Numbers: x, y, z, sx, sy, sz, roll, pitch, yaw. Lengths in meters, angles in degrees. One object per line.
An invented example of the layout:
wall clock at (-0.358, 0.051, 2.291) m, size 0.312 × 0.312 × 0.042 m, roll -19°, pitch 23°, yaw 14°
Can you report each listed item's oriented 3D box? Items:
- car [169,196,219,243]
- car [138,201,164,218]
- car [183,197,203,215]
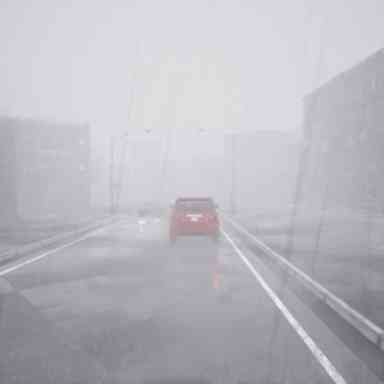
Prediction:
car at (0.104, 1.208, 16.224) m, size 2.150 × 2.045 × 5.566 m, roll 0°, pitch 0°, yaw 0°
car at (-3.589, 1.486, 29.867) m, size 2.033 × 1.411 × 5.357 m, roll 0°, pitch 0°, yaw 0°
car at (0.108, 1.387, 34.531) m, size 1.882 × 1.535 × 5.008 m, roll 0°, pitch 0°, yaw 0°
